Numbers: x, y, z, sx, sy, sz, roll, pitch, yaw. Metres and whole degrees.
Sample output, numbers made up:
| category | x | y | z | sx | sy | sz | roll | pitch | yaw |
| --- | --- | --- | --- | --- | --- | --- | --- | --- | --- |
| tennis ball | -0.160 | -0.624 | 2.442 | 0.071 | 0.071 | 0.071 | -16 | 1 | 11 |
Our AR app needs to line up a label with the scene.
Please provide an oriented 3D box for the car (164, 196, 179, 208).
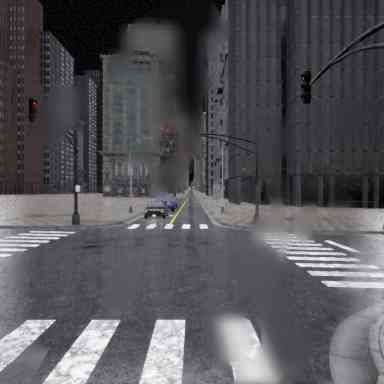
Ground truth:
| category | x | y | z | sx | sy | sz | roll | pitch | yaw |
| --- | --- | --- | --- | --- | --- | --- | --- | --- | --- |
| car | -3.100 | 1.475 | 50.548 | 1.882 | 1.535 | 5.008 | 0 | 0 | 0 |

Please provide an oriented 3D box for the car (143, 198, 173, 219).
| category | x | y | z | sx | sy | sz | roll | pitch | yaw |
| --- | --- | --- | --- | --- | --- | --- | --- | --- | --- |
| car | -3.107 | 1.546 | 29.850 | 2.033 | 1.411 | 5.357 | 0 | 0 | 0 |

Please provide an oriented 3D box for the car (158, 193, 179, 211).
| category | x | y | z | sx | sy | sz | roll | pitch | yaw |
| --- | --- | --- | --- | --- | --- | --- | --- | --- | --- |
| car | -3.107 | 1.219 | 40.102 | 2.150 | 2.045 | 5.566 | 0 | 0 | 0 |
